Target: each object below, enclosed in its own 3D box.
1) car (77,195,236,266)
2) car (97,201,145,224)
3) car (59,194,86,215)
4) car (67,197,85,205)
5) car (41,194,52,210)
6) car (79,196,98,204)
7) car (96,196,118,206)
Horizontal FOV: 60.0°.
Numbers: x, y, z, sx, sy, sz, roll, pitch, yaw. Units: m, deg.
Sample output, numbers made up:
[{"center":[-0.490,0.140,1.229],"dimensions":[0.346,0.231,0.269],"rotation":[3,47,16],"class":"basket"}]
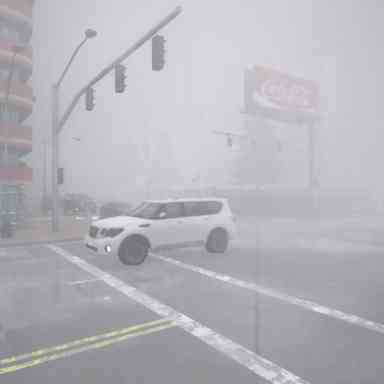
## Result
[{"center":[-0.909,1.220,11.933],"dimensions":[5.566,2.045,2.150],"rotation":[0,0,-35],"class":"car"},{"center":[-5.649,1.505,25.824],"dimensions":[1.837,1.490,4.892],"rotation":[0,0,-36],"class":"car"},{"center":[-11.645,1.221,34.161],"dimensions":[2.150,2.045,5.566],"rotation":[0,0,-36],"class":"car"},{"center":[-20.554,1.564,58.864],"dimensions":[1.994,1.385,4.181],"rotation":[0,0,-36],"class":"car"},{"center":[-17.801,1.221,42.734],"dimensions":[2.150,2.045,5.566],"rotation":[0,0,-35],"class":"car"},{"center":[-19.973,1.478,64.047],"dimensions":[1.882,1.535,5.008],"rotation":[0,0,-36],"class":"car"},{"center":[-14.483,1.505,56.418],"dimensions":[1.837,1.490,4.892],"rotation":[0,0,-36],"class":"car"}]
